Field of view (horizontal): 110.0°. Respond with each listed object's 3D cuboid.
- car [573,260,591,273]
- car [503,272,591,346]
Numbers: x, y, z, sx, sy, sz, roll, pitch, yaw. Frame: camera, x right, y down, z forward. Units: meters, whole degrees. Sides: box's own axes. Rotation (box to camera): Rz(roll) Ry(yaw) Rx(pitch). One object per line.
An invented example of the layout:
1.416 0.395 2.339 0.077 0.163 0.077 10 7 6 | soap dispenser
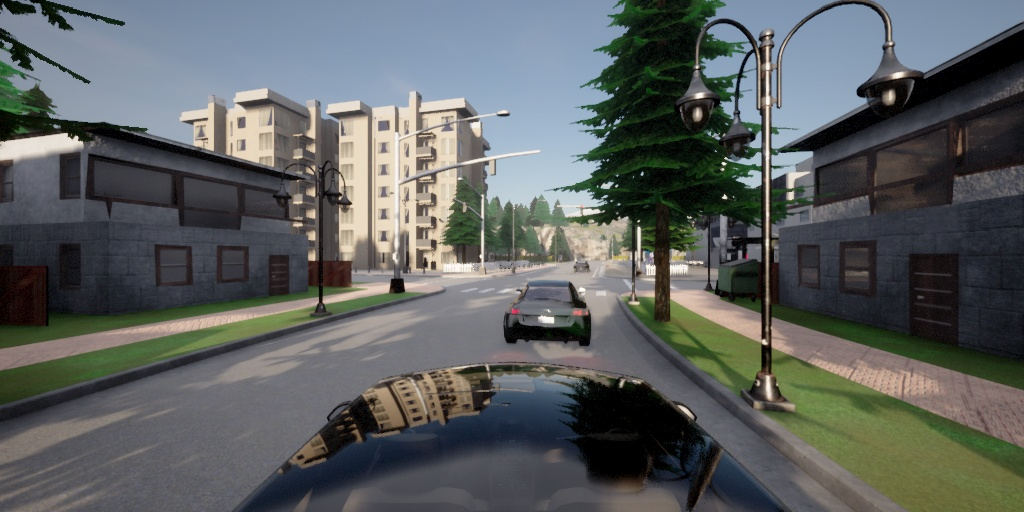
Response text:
8.765 1.269 44.895 2.128 1.511 4.902 0 0 14 | car
1.011 1.313 9.513 1.994 1.385 4.181 0 0 9 | car
